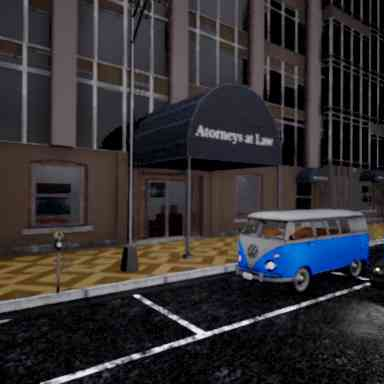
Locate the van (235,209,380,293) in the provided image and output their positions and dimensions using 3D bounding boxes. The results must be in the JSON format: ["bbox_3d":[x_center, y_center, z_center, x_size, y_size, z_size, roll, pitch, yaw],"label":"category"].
[{"bbox_3d":[2.965,1.366,8.671,3.998,1.788,1.690,0,0,-36],"label":"van"}]

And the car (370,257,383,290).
[{"bbox_3d":[6.402,1.580,7.953,5.357,1.411,2.033,0,0,-36],"label":"car"}]
